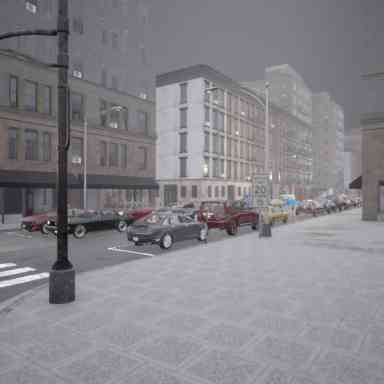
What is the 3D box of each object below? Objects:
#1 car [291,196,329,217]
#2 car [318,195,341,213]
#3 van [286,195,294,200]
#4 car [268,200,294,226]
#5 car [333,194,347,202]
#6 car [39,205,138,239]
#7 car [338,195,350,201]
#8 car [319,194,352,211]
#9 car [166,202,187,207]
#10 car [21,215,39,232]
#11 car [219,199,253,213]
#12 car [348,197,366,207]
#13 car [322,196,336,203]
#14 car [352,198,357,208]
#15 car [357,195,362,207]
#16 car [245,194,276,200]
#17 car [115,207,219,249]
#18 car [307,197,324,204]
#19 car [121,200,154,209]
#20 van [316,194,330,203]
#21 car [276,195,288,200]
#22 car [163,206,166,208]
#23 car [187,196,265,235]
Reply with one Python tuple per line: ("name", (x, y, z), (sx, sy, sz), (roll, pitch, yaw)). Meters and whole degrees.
("car", (11.533, 1.471, 32.292), (1.967, 1.590, 4.097), (0, 0, 35))
("car", (14.643, 1.473, 36.717), (1.967, 1.590, 4.097), (0, 0, 35))
("van", (14.299, 1.339, 50.183), (1.690, 1.788, 3.998), (0, 0, 35))
("car", (5.410, 1.553, 23.580), (1.752, 1.417, 4.829), (0, 0, 35))
("car", (36.073, 1.326, 81.164), (2.192, 1.841, 5.009), (0, 0, 35))
("car", (-5.329, 1.598, 17.843), (1.895, 1.301, 4.718), (0, 0, 32))
("car", (39.183, 1.556, 85.590), (1.887, 1.381, 4.507), (0, 0, 35))
("car", (17.755, 1.351, 41.143), (2.192, 1.841, 5.009), (0, 0, 35))
("car", (0.430, 1.505, 26.041), (1.837, 1.490, 4.892), (0, 0, 35))
("car", (-7.474, 1.530, 19.204), (1.887, 1.381, 4.507), (0, 0, 35))
("car", (4.967, 1.537, 36.907), (1.887, 1.381, 4.507), (0, 0, 35))
("car", (27.085, 1.593, 54.421), (2.008, 1.369, 4.403), (0, 0, 35))
("car", (29.851, 1.554, 72.312), (1.887, 1.381, 4.507), (0, 0, 35))
("car", (20.864, 1.620, 45.569), (1.802, 1.307, 4.206), (0, 0, 35))
("car", (23.975, 1.606, 49.995), (1.947, 1.339, 4.313), (0, 0, 35))
("car", (6.403, 1.226, 34.512), (2.150, 2.045, 5.566), (0, 0, 35))
("car", (-0.909, 1.575, 14.590), (2.008, 1.369, 4.403), (0, 0, 35))
("car", (23.630, 1.571, 63.461), (1.947, 1.339, 4.313), (0, 0, 35))
("car", (-4.364, 1.427, 23.629), (1.967, 1.590, 4.097), (0, 0, 35))
("van", (26.741, 1.349, 67.886), (1.690, 1.788, 3.998), (0, 0, 35))
("car", (11.090, 1.521, 45.619), (1.752, 1.417, 4.829), (0, 0, 35))
("car", (-1.253, 1.539, 28.056), (2.008, 1.369, 4.403), (0, 0, 35))
("car", (2.202, 1.341, 19.014), (2.192, 1.841, 5.009), (0, 0, 35))
